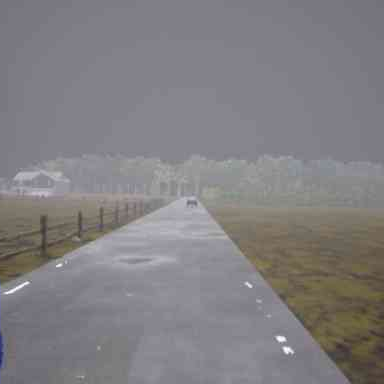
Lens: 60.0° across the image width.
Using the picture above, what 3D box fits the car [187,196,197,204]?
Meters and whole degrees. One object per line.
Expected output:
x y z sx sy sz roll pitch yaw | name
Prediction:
0.009 1.679 67.430 1.837 1.490 4.892 0 0 0 | car

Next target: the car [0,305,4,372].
-2.841 1.225 0.850 2.150 2.045 5.566 0 0 0 | car

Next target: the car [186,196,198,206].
0.008 1.655 57.013 1.882 1.535 5.008 0 0 0 | car
